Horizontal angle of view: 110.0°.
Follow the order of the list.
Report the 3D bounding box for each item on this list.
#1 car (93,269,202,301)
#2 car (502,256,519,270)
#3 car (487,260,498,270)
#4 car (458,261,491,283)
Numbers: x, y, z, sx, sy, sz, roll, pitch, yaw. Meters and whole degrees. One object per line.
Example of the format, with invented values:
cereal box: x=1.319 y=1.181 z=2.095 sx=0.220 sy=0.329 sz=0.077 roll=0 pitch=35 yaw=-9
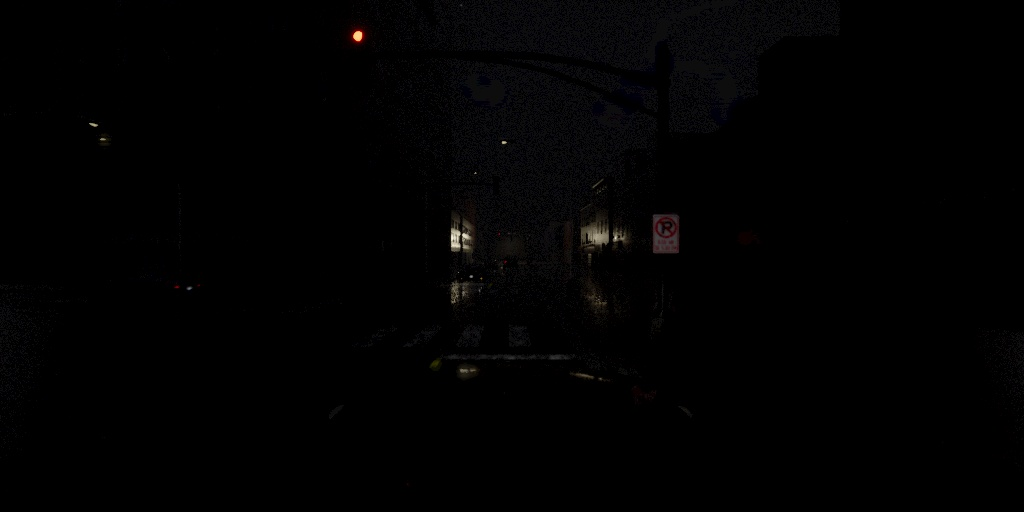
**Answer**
car: x=-17.661 y=1.353 z=17.469 sx=4.674 sy=1.442 sz=1.812 roll=0 pitch=0 yaw=9
car: x=-0.198 y=0.979 z=52.573 sx=2.150 sy=2.045 sz=5.566 roll=0 pitch=0 yaw=0
car: x=-3.028 y=1.305 z=53.002 sx=2.033 sy=1.411 sz=5.357 roll=0 pitch=0 yaw=0
car: x=-2.951 y=1.312 z=27.899 sx=1.994 sy=1.385 sz=4.181 roll=0 pitch=0 yaw=0
